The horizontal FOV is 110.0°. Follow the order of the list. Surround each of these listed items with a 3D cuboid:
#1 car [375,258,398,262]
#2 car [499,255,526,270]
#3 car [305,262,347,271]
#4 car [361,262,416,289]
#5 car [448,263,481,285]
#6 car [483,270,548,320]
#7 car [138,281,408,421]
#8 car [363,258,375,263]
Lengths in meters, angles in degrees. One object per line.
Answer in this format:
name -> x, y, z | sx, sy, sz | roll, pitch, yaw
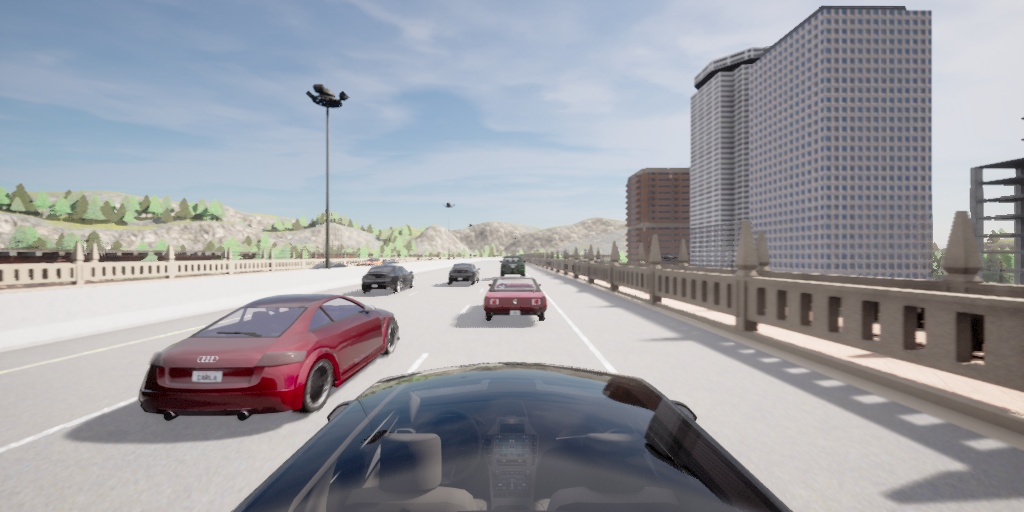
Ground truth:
car -> -18.036, 1.248, 53.075 | 2.128, 1.511, 4.902 | 0, 0, -1
car -> 0.055, 0.973, 32.162 | 2.150, 2.045, 5.566 | 0, 0, 0
car -> -14.109, 1.258, 27.315 | 1.837, 1.490, 4.892 | 0, 0, 0
car -> -6.907, 1.257, 20.455 | 1.837, 1.490, 4.892 | 0, 0, 0
car -> -3.412, 1.257, 25.986 | 1.837, 1.490, 4.892 | 0, 0, 0
car -> 0.096, 1.352, 12.550 | 1.895, 1.301, 4.718 | 0, 0, 0
car -> -3.402, 1.314, 6.008 | 1.994, 1.385, 4.181 | 0, 0, 0
car -> -21.605, 1.114, 55.531 | 2.097, 1.767, 4.553 | 0, 0, -2
